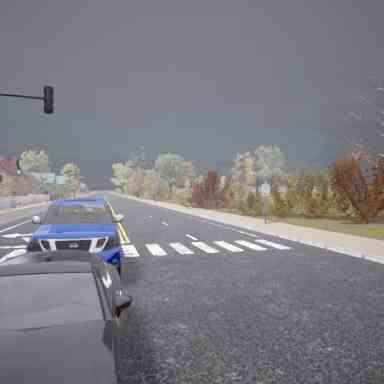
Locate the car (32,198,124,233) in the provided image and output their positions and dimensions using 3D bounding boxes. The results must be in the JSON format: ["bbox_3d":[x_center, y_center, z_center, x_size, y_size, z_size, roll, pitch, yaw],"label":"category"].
[{"bbox_3d":[-3.350,1.218,10.036,2.150,2.045,5.566,0,0,-15],"label":"car"}]

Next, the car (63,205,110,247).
[{"bbox_3d":[-4.985,1.497,16.115,1.837,1.490,4.892,0,0,-15],"label":"car"}]

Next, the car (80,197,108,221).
[{"bbox_3d":[-8.069,1.335,27.605,2.097,1.767,4.553,0,0,-15],"label":"car"}]

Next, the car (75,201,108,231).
[{"bbox_3d":[-6.531,1.466,21.866,1.882,1.535,5.008,0,0,-15],"label":"car"}]

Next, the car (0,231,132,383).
[{"bbox_3d":[-1.734,1.524,3.941,1.812,1.442,4.674,0,0,-13],"label":"car"}]
